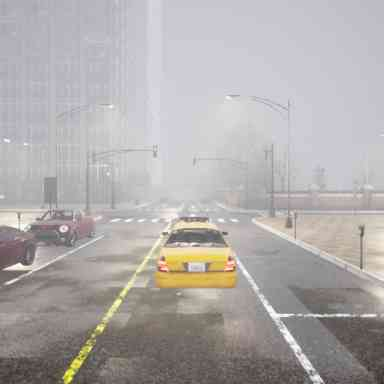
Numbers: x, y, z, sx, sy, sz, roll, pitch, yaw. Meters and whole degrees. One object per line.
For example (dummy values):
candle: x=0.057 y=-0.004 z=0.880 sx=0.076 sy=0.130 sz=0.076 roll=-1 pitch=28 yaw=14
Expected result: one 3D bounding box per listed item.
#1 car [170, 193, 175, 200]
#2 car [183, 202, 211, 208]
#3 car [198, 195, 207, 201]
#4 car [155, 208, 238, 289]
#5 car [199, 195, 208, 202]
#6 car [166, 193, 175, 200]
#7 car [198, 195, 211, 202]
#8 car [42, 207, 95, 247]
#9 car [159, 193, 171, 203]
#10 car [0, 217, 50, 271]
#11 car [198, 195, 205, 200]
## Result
car: x=-5.936 y=1.324 z=85.823 sx=1.967 sy=1.590 sz=4.097 roll=0 pitch=0 yaw=0
car: x=0.093 y=1.535 z=19.390 sx=2.033 sy=1.411 sz=5.357 roll=0 pitch=0 yaw=0
car: x=2.596 y=1.448 z=80.326 sx=2.008 sy=1.369 sz=4.403 roll=0 pitch=0 yaw=0
car: x=0.088 y=1.454 z=9.127 sx=1.801 sy=1.575 sz=5.366 roll=0 pitch=0 yaw=0
car: x=2.602 y=1.454 z=74.766 sx=1.887 sy=1.381 sz=4.507 roll=0 pitch=0 yaw=0
car: x=-5.942 y=1.181 z=91.382 sx=2.192 sy=1.841 sz=5.009 roll=0 pitch=0 yaw=0
car: x=2.676 y=1.492 z=63.651 sx=1.947 sy=1.339 sz=4.313 roll=0 pitch=0 yaw=0
car: x=-5.708 y=1.433 z=14.617 sx=1.967 sy=1.590 sz=4.097 roll=0 pitch=0 yaw=0
car: x=-5.917 y=1.485 z=69.140 sx=1.947 sy=1.339 sz=4.313 roll=0 pitch=0 yaw=0
car: x=-5.701 y=1.579 z=8.924 sx=1.802 sy=1.307 sz=4.206 roll=0 pitch=0 yaw=0
car: x=2.583 y=1.411 z=91.448 sx=1.887 sy=1.381 sz=4.507 roll=0 pitch=0 yaw=0
